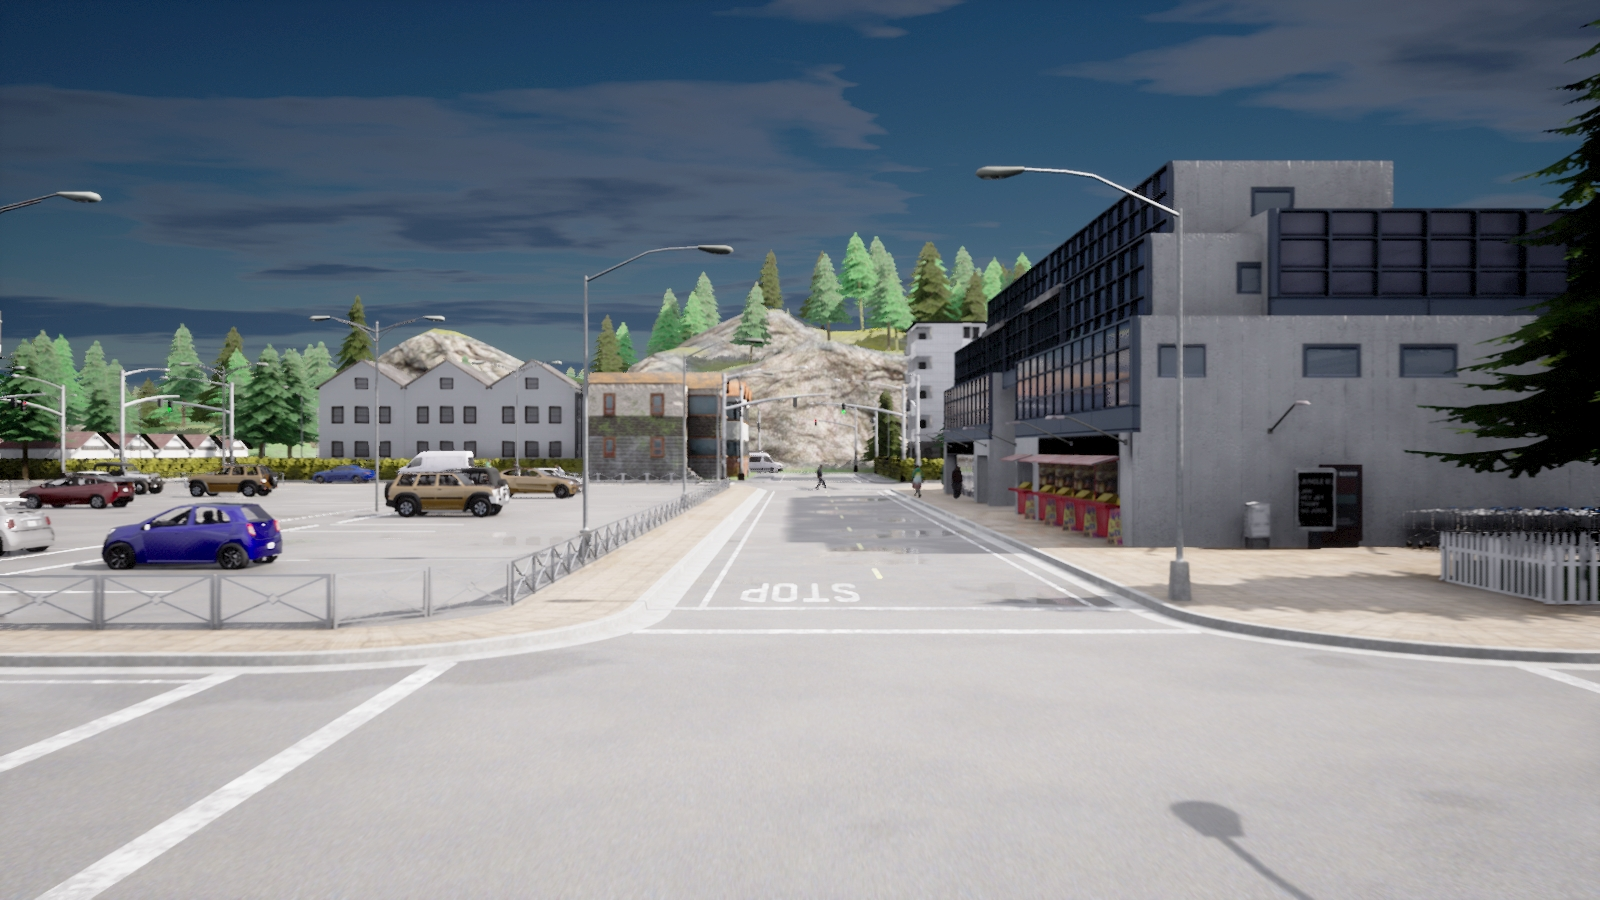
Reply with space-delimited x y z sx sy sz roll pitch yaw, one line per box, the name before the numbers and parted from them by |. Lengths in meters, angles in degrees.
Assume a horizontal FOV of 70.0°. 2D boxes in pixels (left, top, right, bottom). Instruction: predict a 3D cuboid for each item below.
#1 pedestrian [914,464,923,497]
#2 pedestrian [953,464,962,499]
pedestrian | 6.575 1.685 63.416 0.375 1.860 0.375 0 0 -14
pedestrian | 8.401 1.686 60.971 0.375 1.860 0.375 0 0 -7
